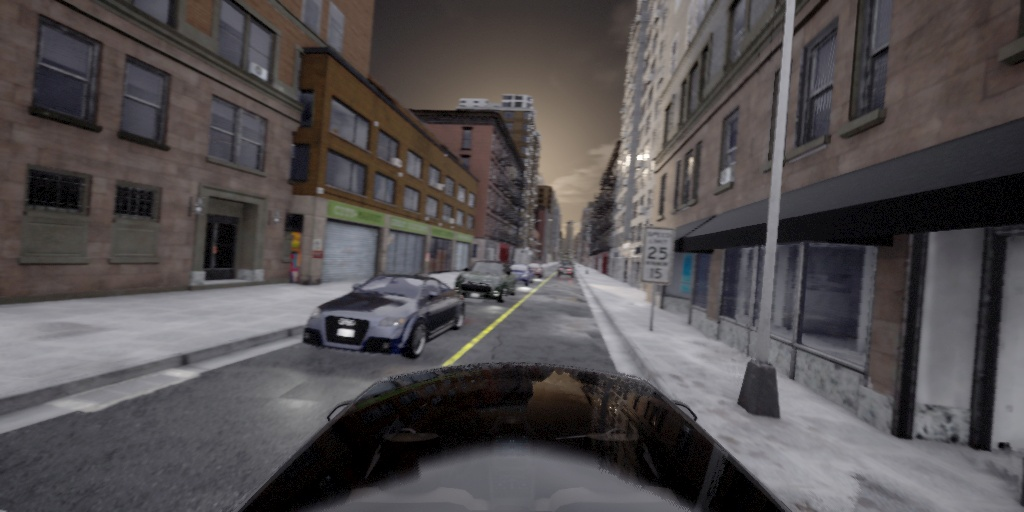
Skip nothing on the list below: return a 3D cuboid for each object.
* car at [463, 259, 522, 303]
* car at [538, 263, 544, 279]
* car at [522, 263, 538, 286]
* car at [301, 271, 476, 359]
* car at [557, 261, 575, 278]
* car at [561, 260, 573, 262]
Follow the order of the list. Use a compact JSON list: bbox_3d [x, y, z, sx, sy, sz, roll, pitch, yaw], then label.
[{"bbox_3d":[-1.057,0.992,16.360,2.097,1.767,4.553,5,0,9],"label":"car"},{"bbox_3d":[2.157,1.415,36.146,1.812,1.442,4.674,5,0,10],"label":"car"},{"bbox_3d":[0.514,1.284,26.155,1.812,1.442,4.674,5,0,9],"label":"car"},{"bbox_3d":[-2.427,1.105,7.890,1.994,1.385,4.181,5,0,9],"label":"car"},{"bbox_3d":[6.313,1.718,42.174,2.128,1.511,4.902,5,0,9],"label":"car"},{"bbox_3d":[7.983,1.584,52.433,2.150,2.045,5.566,5,0,9],"label":"car"}]
